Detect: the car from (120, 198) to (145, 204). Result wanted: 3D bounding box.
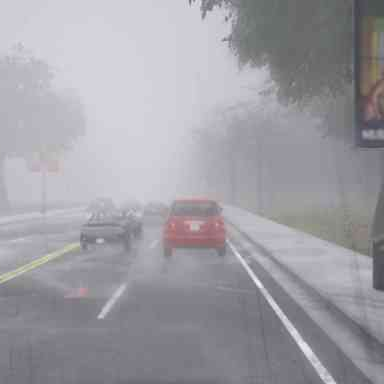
[{"bbox_3d":[-6.592,1.475,35.691,1.812,1.442,4.674,0,0,0],"label":"car"}]

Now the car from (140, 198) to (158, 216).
[{"bbox_3d":[-3.154,1.521,29.814,1.994,1.385,4.181,0,0,0],"label":"car"}]

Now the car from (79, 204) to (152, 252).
[{"bbox_3d":[-3.156,1.471,13.885,2.128,1.511,4.902,0,0,0],"label":"car"}]

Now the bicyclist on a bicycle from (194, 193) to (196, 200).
[{"bbox_3d":[0.901,1.278,91.913,0.659,1.776,1.843,0,0,0],"label":"bicyclist on a bicycle"}]

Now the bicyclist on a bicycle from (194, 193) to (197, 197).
[{"bbox_3d":[0.900,1.282,82.912,0.659,1.776,1.843,0,0,0],"label":"bicyclist on a bicycle"}]

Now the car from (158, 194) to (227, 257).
[{"bbox_3d":[0.095,1.203,13.016,2.150,2.045,5.566,0,0,0],"label":"car"}]

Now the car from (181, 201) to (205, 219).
[{"bbox_3d":[0.096,1.521,29.877,1.994,1.385,4.181,0,0,0],"label":"car"}]

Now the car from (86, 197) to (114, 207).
[{"bbox_3d":[-9.841,1.301,35.926,2.097,1.767,4.553,0,0,0],"label":"car"}]

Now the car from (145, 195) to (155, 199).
[{"bbox_3d":[-9.744,1.282,76.655,1.994,1.385,4.181,0,0,0],"label":"car"}]
